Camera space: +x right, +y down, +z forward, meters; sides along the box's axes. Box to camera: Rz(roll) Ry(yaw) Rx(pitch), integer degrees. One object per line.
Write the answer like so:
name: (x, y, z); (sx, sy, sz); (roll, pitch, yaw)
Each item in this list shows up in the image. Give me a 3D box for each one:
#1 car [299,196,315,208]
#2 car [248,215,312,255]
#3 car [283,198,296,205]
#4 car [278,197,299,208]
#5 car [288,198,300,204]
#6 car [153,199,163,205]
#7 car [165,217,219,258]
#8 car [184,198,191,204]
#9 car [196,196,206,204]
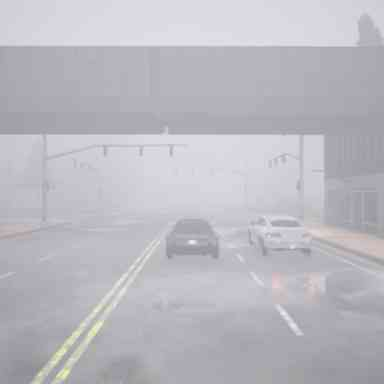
car: (19.526, 1.794, 58.444); (1.905, 1.878, 3.866); (0, -1, 0)
car: (3.525, 1.678, 13.881); (1.812, 1.442, 4.674); (0, 0, 1)
car: (22.175, 2.224, 75.916); (1.970, 1.475, 3.806); (0, -1, 0)
car: (16.632, 1.792, 58.489); (1.932, 1.855, 4.605); (0, -1, 0)
car: (27.894, 2.388, 91.036); (1.970, 1.475, 3.806); (0, -1, 0)
car: (-8.062, 2.421, 79.678); (1.994, 1.385, 4.181); (0, -1, 0)
car: (0.022, 1.713, 13.478); (1.994, 1.385, 4.181); (0, -1, 0)
car: (-1.112, 2.542, 87.039); (1.895, 1.301, 4.718); (0, -1, 0)
car: (2.388, 2.172, 87.068); (2.150, 2.045, 5.566); (0, -1, 0)
